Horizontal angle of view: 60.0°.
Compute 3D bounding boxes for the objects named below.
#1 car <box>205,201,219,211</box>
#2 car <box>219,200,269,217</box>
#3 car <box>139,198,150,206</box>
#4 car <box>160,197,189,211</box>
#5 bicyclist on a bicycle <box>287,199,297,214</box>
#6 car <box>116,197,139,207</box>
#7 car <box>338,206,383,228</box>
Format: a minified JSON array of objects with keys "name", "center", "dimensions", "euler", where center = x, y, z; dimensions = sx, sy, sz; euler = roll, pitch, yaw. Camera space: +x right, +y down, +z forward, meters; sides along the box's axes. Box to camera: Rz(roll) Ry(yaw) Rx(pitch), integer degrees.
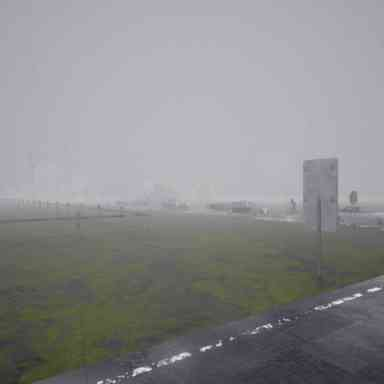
[{"name":"car","center":[3.585,1.680,39.355],"dimensions":[1.895,1.301,4.718],"euler":[0,0,-35]},{"name":"car","center":[5.216,1.551,31.918],"dimensions":[2.128,1.511,4.902],"euler":[0,0,-35]},{"name":"car","center":[-9.152,1.696,57.366],"dimensions":[2.033,1.411,5.357],"euler":[0,0,-35]},{"name":"car","center":[-2.276,1.451,42.555],"dimensions":[2.097,1.767,4.553],"euler":[0,0,-35]},{"name":"bicyclist on a bicycle","center":[10.493,1.511,34.797],"dimensions":[1.656,1.620,0.582],"euler":[0,0,-35]},{"name":"car","center":[-11.137,1.590,55.274],"dimensions":[1.812,1.442,4.674],"euler":[0,0,-35]},{"name":"car","center":[11.672,1.630,22.441],"dimensions":[1.895,1.301,4.718],"euler":[0,0,-32]}]
